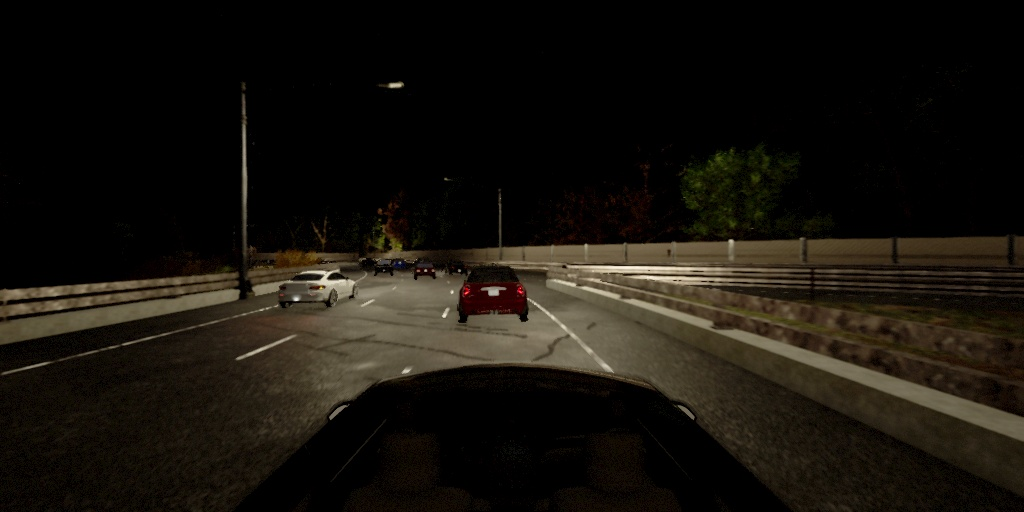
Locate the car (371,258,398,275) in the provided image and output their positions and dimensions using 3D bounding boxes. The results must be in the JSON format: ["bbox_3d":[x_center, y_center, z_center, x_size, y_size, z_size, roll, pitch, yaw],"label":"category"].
[{"bbox_3d":[-13.906,1.265,38.897,2.128,1.511,4.902,0,0,-21],"label":"car"}]

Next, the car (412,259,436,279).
[{"bbox_3d":[-8.069,1.295,32.858,2.033,1.411,5.357,0,0,-17],"label":"car"}]

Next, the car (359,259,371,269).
[{"bbox_3d":[-23.559,1.306,58.274,1.837,1.490,4.892,0,0,-32],"label":"car"}]

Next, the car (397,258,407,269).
[{"bbox_3d":[-17.599,1.121,54.940,2.097,1.767,4.553,-1,0,-29],"label":"car"}]

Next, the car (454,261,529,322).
[{"bbox_3d":[-0.717,1.088,12.495,2.097,1.767,4.553,0,0,-5],"label":"car"}]

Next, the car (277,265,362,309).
[{"bbox_3d":[-8.049,1.303,15.153,1.812,1.442,4.674,0,0,-8],"label":"car"}]

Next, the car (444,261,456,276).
[{"bbox_3d":[-5.863,1.251,37.159,1.812,1.442,4.674,0,0,-18],"label":"car"}]
